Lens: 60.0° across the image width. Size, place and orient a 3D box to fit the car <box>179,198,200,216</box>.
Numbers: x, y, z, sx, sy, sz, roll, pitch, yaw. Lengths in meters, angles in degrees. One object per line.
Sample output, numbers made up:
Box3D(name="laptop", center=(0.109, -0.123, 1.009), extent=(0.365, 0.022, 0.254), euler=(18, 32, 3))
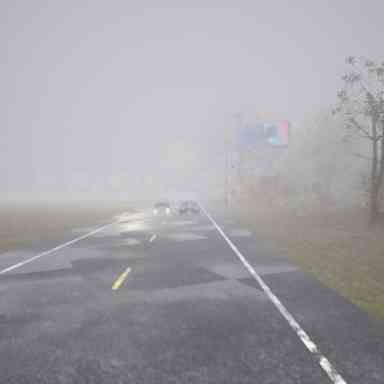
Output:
Box3D(name="car", center=(-0.218, 1.511, 31.395), extent=(1.895, 1.301, 4.718), euler=(0, 0, 0))

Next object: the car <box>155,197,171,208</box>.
Box3D(name="car", center=(-3.866, 1.368, 44.762), extent=(1.882, 1.535, 5.008), euler=(0, 0, 0))
